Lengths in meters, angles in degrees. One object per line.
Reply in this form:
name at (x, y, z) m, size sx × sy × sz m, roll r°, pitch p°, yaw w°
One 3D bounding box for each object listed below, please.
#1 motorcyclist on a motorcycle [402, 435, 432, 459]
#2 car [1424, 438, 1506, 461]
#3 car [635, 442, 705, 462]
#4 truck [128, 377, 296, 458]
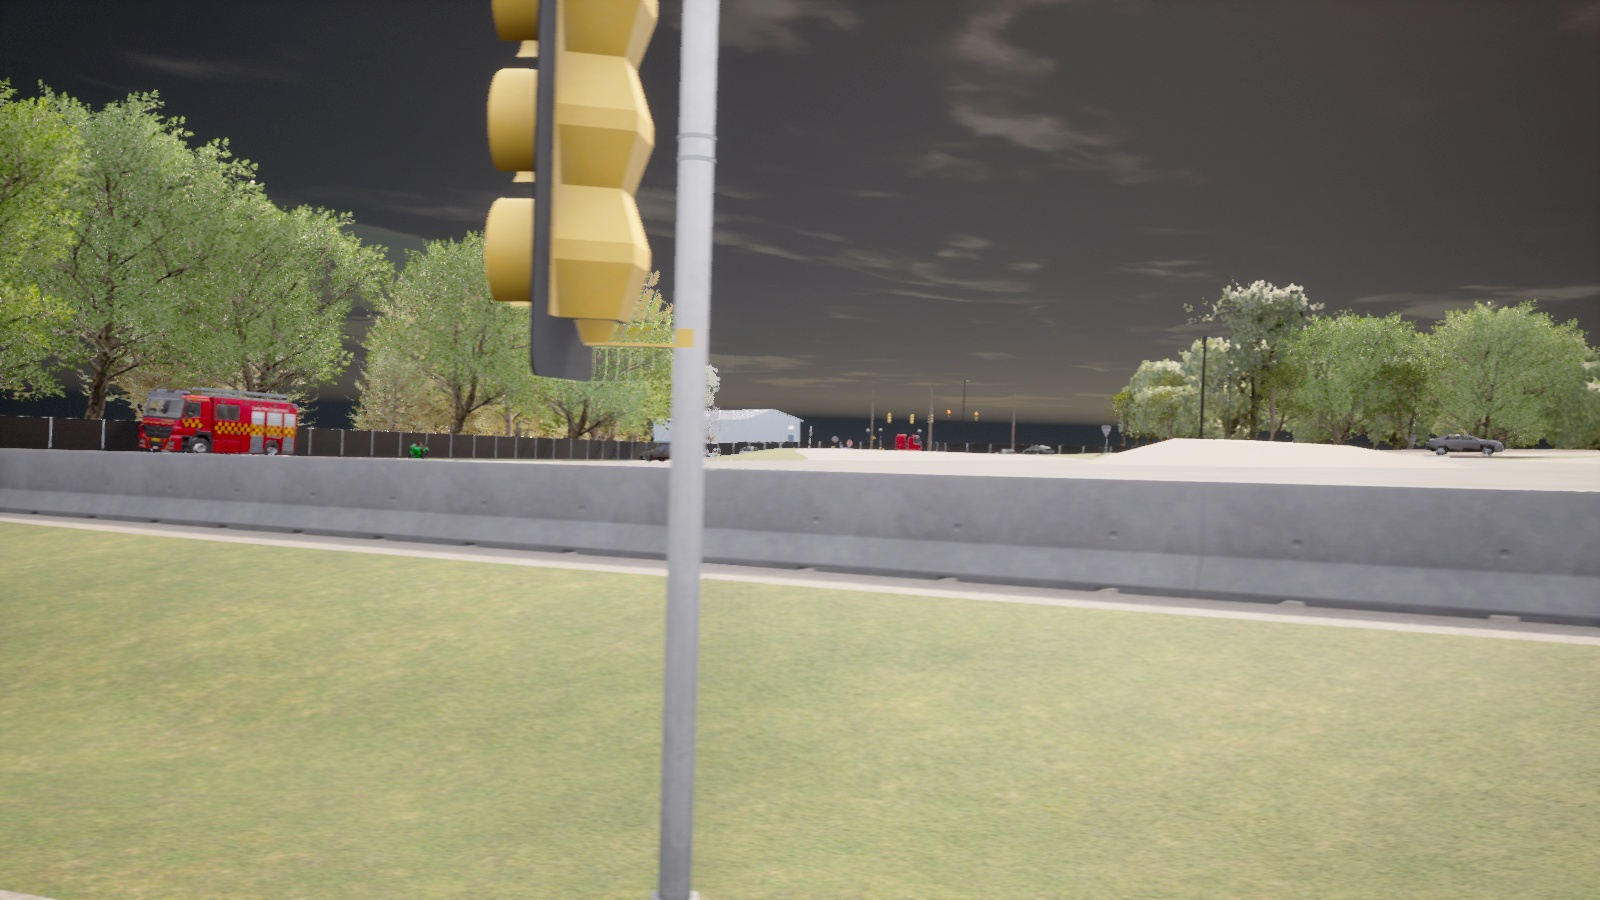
motorcyclist on a motorcycle at (-26.035, -0.198, 85.457) m, size 0.797 × 1.523 × 2.044 m, roll 3°, pitch 0°, yaw 20°
car at (46.408, -0.055, 87.745) m, size 4.902 × 1.511 × 2.128 m, roll 0°, pitch 1°, yaw 23°
car at (-10.157, 0.175, 97.913) m, size 5.357 × 1.411 × 2.033 m, roll -2°, pitch -1°, yaw 36°
truck at (-32.391, -1.697, 69.684) m, size 2.891 × 3.827 × 8.468 m, roll 4°, pitch 0°, yaw 22°
